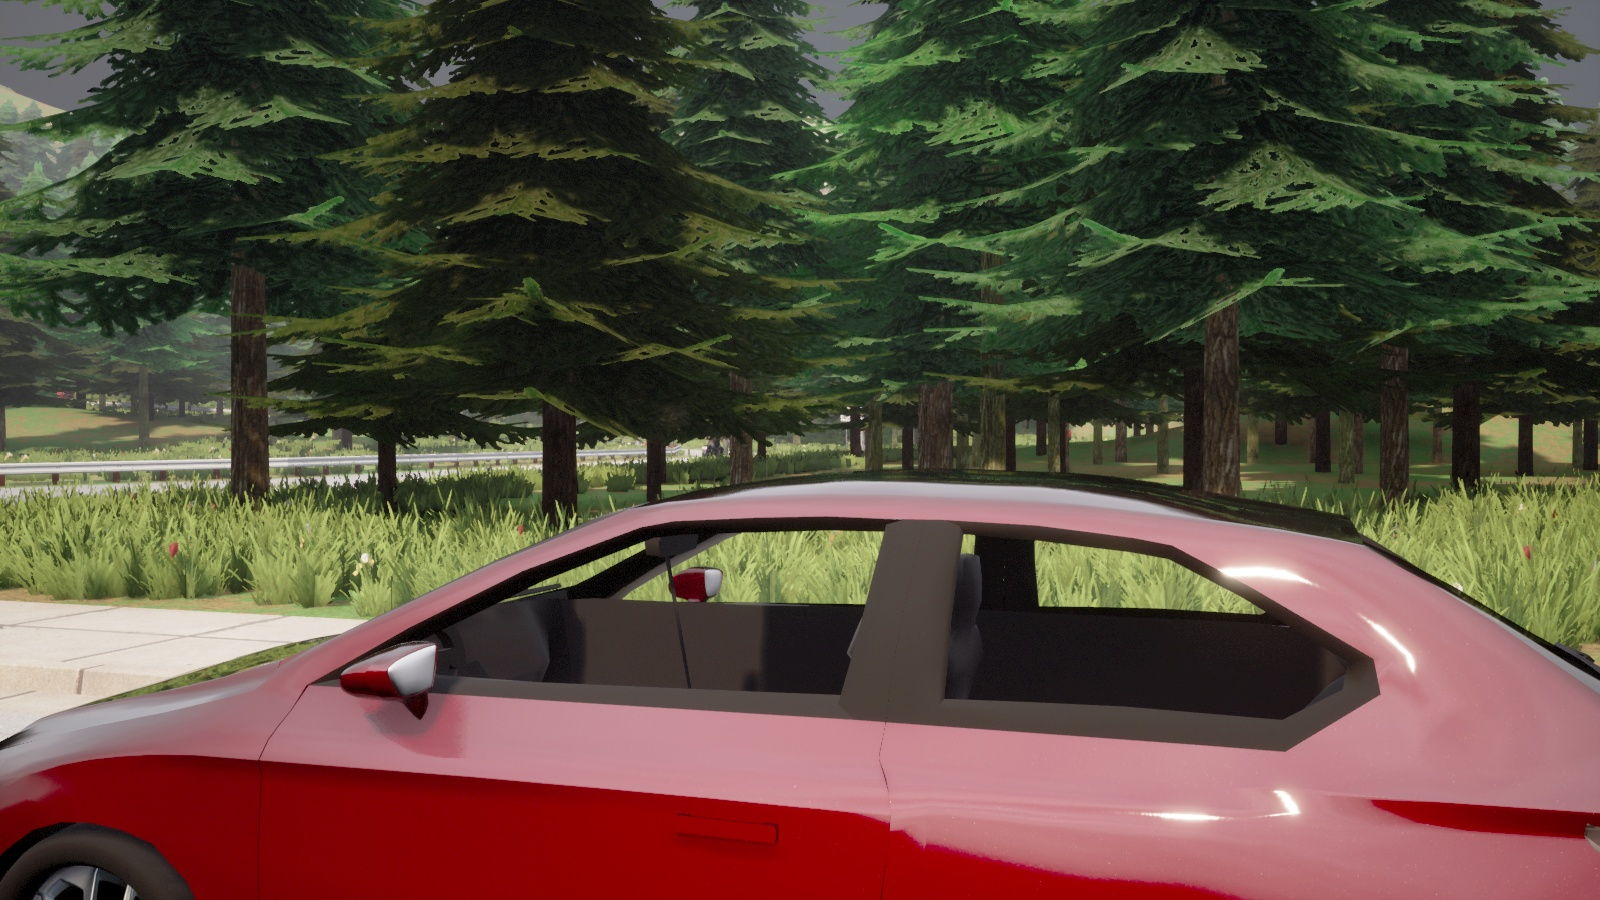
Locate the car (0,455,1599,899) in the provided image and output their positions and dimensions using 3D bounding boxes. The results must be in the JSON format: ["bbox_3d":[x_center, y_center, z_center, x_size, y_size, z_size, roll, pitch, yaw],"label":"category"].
[{"bbox_3d":[-0.113,0.788,3.231,4.193,1.474,1.816,1,1,19],"label":"car"}]

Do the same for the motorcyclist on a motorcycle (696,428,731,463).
[{"bbox_3d":[-4.157,-0.236,60.611,0.766,1.649,2.350,1,1,20],"label":"motorcyclist on a motorcycle"}]
